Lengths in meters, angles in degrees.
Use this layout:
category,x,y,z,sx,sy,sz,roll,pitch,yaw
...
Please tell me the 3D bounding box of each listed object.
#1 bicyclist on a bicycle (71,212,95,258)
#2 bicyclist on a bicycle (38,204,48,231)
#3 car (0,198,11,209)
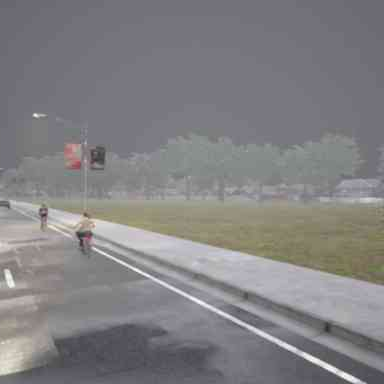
category,x,y,z,sx,sy,sz,roll,pitch,yaw
bicyclist on a bicycle,-3.895,1.507,12.018,0.866,1.612,1.509,1,-1,-32
bicyclist on a bicycle,-9.075,1.552,20.335,0.582,1.620,1.656,1,-1,-32
car,-27.861,1.718,48.859,1.837,1.490,4.892,1,0,-32
